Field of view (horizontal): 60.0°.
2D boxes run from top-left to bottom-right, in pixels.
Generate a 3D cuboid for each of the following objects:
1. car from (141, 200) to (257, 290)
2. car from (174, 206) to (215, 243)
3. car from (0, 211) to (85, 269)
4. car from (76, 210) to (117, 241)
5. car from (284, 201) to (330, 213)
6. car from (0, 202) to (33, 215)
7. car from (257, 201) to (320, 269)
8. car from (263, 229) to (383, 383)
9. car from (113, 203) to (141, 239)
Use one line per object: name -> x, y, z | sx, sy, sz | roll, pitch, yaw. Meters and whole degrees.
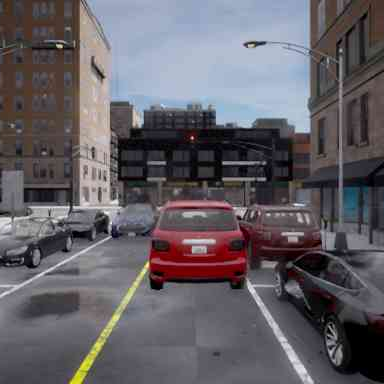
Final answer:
car -> 0.087, 1.230, 9.234 | 2.150, 2.045, 5.566 | 0, 0, -1
car -> 0.105, 1.541, 17.012 | 1.812, 1.442, 4.674 | 0, 0, 0
car -> -5.379, 1.561, 11.100 | 2.008, 1.369, 4.403 | 0, 0, 0
car -> -5.373, 1.581, 16.762 | 1.947, 1.339, 4.313 | 0, 0, 0
car -> 13.435, 1.711, 39.080 | 4.718, 1.301, 1.895 | 0, 0, 0
car -> -16.202, 1.519, 29.015 | 4.181, 1.385, 1.994 | 0, 0, 0
car -> 2.646, 1.325, 11.093 | 2.192, 1.841, 5.009 | 0, 0, 0
car -> 2.641, 1.571, 5.431 | 1.947, 1.339, 4.313 | 0, 0, 0
car -> -2.766, 1.367, 17.477 | 2.097, 1.767, 4.553 | 0, 0, 0
